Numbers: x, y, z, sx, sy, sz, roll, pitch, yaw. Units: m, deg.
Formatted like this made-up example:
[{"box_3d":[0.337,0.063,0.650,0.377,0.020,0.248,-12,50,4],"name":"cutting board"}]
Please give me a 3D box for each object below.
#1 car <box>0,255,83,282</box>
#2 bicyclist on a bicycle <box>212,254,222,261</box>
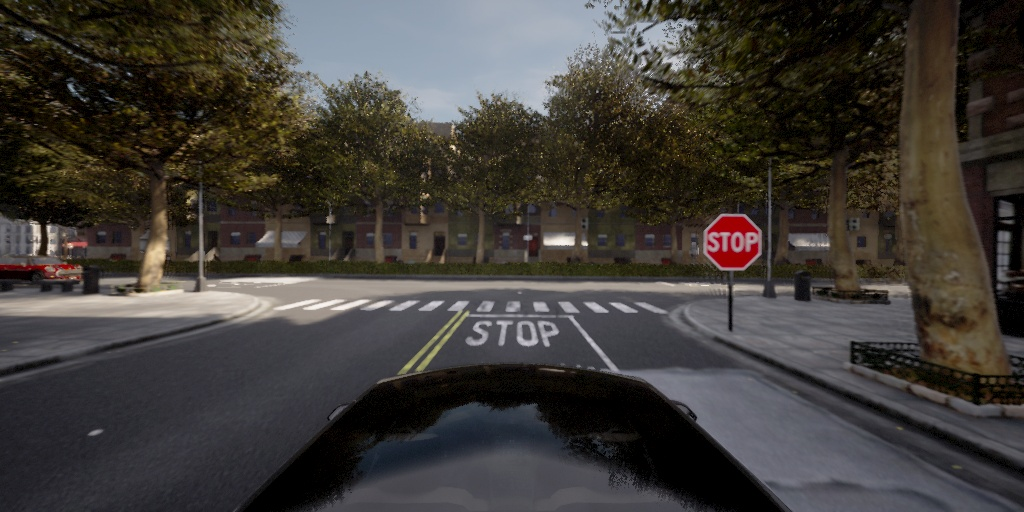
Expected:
[{"box_3d":[-29.368,0.771,22.214,4.553,1.767,2.097,0,0,2],"name":"car"},{"box_3d":[-27.771,0.651,33.643,0.582,1.620,1.656,0,1,2],"name":"bicyclist on a bicycle"}]
